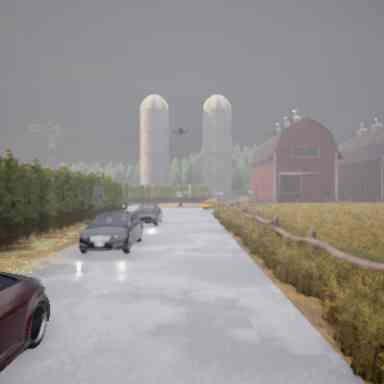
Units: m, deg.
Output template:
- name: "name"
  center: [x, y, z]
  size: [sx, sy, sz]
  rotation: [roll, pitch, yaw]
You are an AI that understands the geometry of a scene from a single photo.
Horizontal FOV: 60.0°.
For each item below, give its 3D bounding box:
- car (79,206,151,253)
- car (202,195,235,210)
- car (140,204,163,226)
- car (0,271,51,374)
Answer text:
- name: "car"
  center: [-3.204, 1.552, 13.970]
  size: [2.128, 1.511, 4.902]
  rotation: [0, 0, 0]
- name: "car"
  center: [3.299, 1.497, 41.867]
  size: [1.882, 1.535, 5.008]
  rotation: [-1, 0, 40]
- name: "car"
  center: [-3.179, 1.618, 24.441]
  size: [2.033, 1.411, 5.357]
  rotation: [0, 0, 0]
- name: "car"
  center: [-3.197, 1.584, 3.518]
  size: [1.994, 1.385, 4.181]
  rotation: [0, 0, 0]
